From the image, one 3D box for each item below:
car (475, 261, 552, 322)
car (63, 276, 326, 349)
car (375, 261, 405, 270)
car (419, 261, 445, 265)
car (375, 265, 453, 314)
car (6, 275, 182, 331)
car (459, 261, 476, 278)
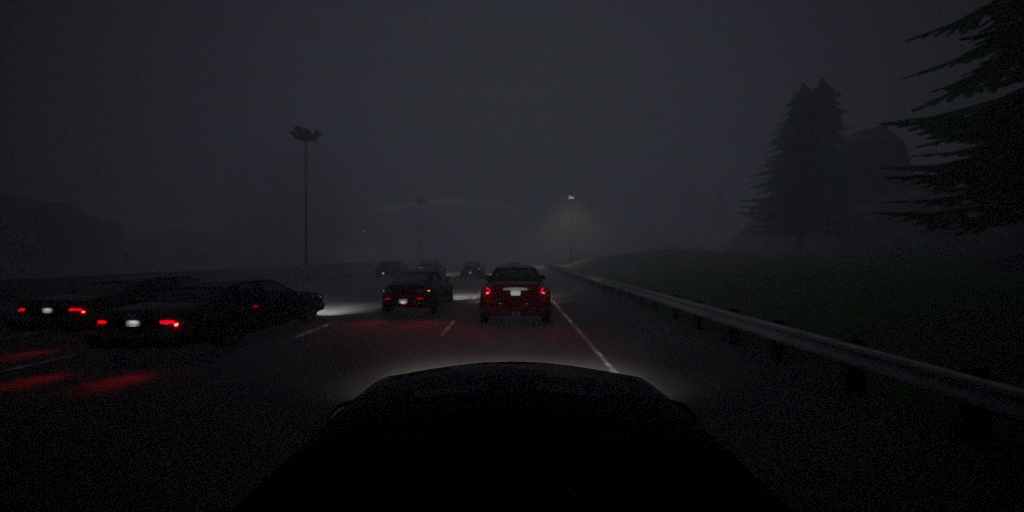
[{"bbox_3d":[0.103,1.061,12.238,2.097,1.767,4.553,0,0,0],"label":"car"},{"bbox_3d":[-6.897,1.268,9.036,2.033,1.411,5.357,0,0,0],"label":"car"},{"bbox_3d":[-10.392,1.138,31.411,1.837,1.490,4.892,0,0,0],"label":"car"},{"bbox_3d":[-6.892,1.127,30.805,2.128,1.511,4.902,0,0,0],"label":"car"},{"bbox_3d":[-3.410,1.229,13.516,1.812,1.442,4.674,0,0,0],"label":"car"},{"bbox_3d":[-10.397,1.262,10.531,2.033,1.411,5.357,0,0,0],"label":"car"},{"bbox_3d":[-3.405,1.159,31.500,1.812,1.442,4.674,0,0,0],"label":"car"}]
